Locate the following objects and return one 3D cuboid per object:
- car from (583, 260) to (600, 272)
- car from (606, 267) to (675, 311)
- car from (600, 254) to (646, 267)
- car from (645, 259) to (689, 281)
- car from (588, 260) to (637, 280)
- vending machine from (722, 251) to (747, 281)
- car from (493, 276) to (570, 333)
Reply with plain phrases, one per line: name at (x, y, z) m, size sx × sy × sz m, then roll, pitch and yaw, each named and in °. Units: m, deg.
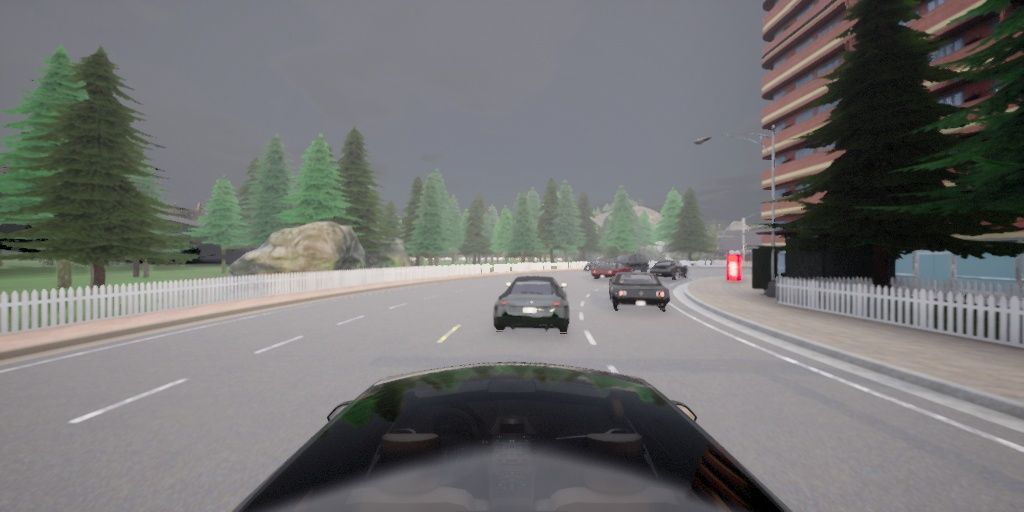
car at (10.019, 1.155, 40.948) m, size 4.181 × 1.385 × 1.994 m, roll 0°, pitch 0°, yaw -38°
car at (4.883, 1.300, 14.290) m, size 1.895 × 1.301 × 4.718 m, roll 0°, pitch 0°, yaw 13°
car at (12.415, 0.823, 38.583) m, size 5.566 × 2.045 × 2.150 m, roll 0°, pitch 0°, yaw -38°
car at (12.899, 1.144, 29.182) m, size 1.837 × 1.490 × 4.892 m, roll -1°, pitch 0°, yaw 41°
car at (8.213, 1.240, 29.080) m, size 1.895 × 1.301 × 4.718 m, roll 0°, pitch 0°, yaw 36°
vending machine at (15.849, 0.849, 25.587) m, size 1.100 × 2.100 × 0.880 m, roll 0°, pitch 0°, yaw 41°
car at (0.693, 1.278, 10.717) m, size 1.994 × 1.385 × 4.181 m, roll 0°, pitch 0°, yaw 7°
